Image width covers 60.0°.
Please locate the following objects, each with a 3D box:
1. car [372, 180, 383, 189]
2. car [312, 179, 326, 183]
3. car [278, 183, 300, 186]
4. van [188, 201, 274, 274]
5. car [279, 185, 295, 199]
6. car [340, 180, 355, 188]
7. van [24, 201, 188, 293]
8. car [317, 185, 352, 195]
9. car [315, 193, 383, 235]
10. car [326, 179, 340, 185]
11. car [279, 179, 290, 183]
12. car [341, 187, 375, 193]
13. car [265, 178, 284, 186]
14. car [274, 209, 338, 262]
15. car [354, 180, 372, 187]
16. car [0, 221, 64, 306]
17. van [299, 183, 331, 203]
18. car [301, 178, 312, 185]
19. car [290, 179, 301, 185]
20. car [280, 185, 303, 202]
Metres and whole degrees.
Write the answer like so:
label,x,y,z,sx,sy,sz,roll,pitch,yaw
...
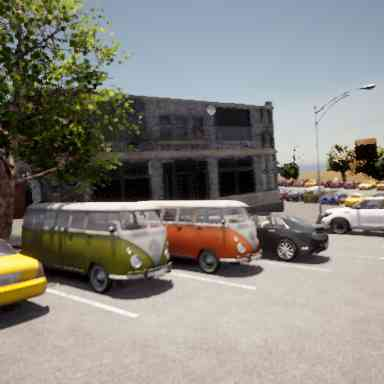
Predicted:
label,x,y,z,sx,sy,sz,roll,pitch,yaw
car,31.663,-1.170,54.448,1.946,1.575,5.366,1,5,41
car,25.893,-1.767,64.694,2.185,1.767,4.553,1,5,43
car,15.250,-0.277,56.036,1.895,1.301,4.718,-6,5,-27
van,-0.023,1.256,10.343,4.442,1.987,1.878,-1,-1,35
car,13.456,0.347,49.401,2.002,1.452,4.674,1,7,41
car,28.701,-1.354,59.503,2.002,1.452,4.674,1,5,42
van,-2.507,1.256,8.611,4.442,1.987,1.878,-1,-1,35
car,17.798,0.550,41.440,2.185,1.767,4.553,0,6,40
car,9.776,1.233,17.323,5.566,2.045,2.435,-1,-1,35
car,27.302,-1.479,62.110,2.002,1.452,4.674,1,5,42
car,21.865,-2.032,72.619,2.097,1.535,5.008,1,6,44
car,19.439,0.765,38.991,1.946,1.575,5.366,0,6,40
car,19.271,-2.272,77.956,2.163,1.488,4.792,1,6,44
car,2.365,1.485,12.124,4.892,1.521,2.231,-1,-1,35
car,29.996,-1.259,56.760,1.946,1.575,5.366,1,6,42
car,-5.238,1.483,7.052,5.366,1.575,1.946,-1,-1,35
van,16.410,0.314,44.176,1.878,1.987,4.442,0,6,41
car,24.680,-1.791,67.486,1.946,1.575,5.366,1,5,43
car,23.224,-2.029,69.992,2.185,1.767,4.553,2,6,43
car,14.887,0.432,46.745,2.231,1.521,4.892,0,6,41
